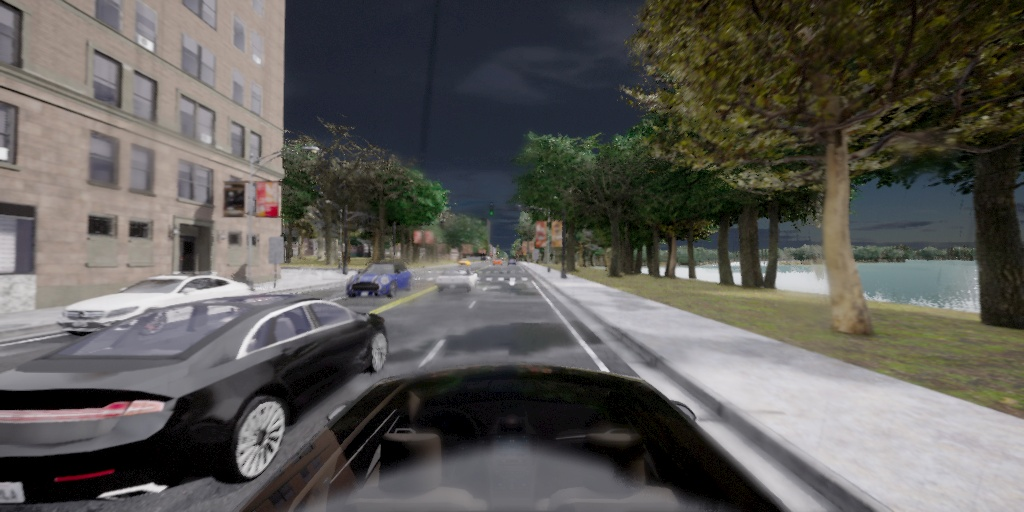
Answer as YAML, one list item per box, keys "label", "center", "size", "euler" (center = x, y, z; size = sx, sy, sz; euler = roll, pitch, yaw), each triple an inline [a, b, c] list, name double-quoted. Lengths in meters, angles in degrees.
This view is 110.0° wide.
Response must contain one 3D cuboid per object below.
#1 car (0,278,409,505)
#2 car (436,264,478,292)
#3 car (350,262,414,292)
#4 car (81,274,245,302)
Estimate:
- label: "car"
  center: [-3.150, 1.240, 4.627]
  size: [2.128, 1.511, 4.902]
  euler: [0, 0, 0]
- label: "car"
  center: [-3.151, 1.351, 21.343]
  size: [1.895, 1.301, 4.718]
  euler: [0, 0, 0]
- label: "car"
  center: [-6.582, 1.100, 18.278]
  size: [2.097, 1.767, 4.553]
  euler: [0, 0, 0]
- label: "car"
  center: [-9.847, 1.273, 10.500]
  size: [1.812, 1.442, 4.674]
  euler: [0, 0, 0]
